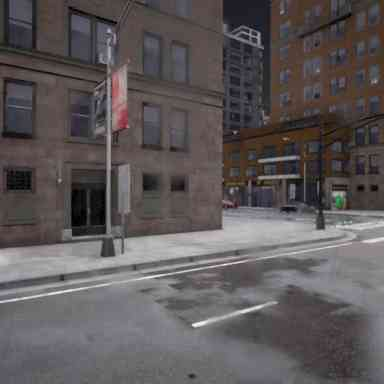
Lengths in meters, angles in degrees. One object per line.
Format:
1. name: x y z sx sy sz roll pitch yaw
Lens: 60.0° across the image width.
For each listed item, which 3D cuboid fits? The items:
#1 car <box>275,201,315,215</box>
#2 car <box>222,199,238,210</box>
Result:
1. car: 10.593 1.576 34.298 1.947 1.339 4.313 0 0 -35
2. car: 4.238 1.590 43.304 1.802 1.307 4.206 0 0 -35
